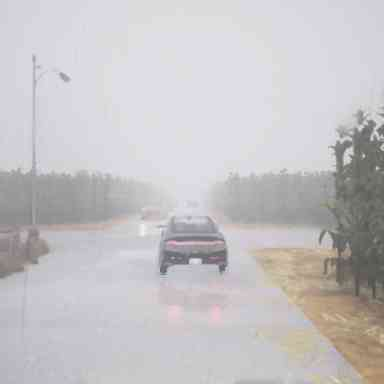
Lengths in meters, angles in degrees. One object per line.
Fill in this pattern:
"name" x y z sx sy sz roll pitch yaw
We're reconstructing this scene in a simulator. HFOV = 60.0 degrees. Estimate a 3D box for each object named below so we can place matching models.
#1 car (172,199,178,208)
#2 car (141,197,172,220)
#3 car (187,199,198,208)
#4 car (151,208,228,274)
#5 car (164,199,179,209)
"car" -3.199 1.481 40.465 2.097 1.767 4.553 0 0 0
"car" -3.200 1.465 29.311 2.097 1.767 4.553 0 -1 0
"car" 0.095 1.915 55.495 2.033 1.411 5.357 0 -1 0
"car" -0.092 1.478 10.542 2.128 1.511 4.902 0 0 -4
"car" -3.180 1.853 52.480 1.994 1.385 4.181 0 -1 0
